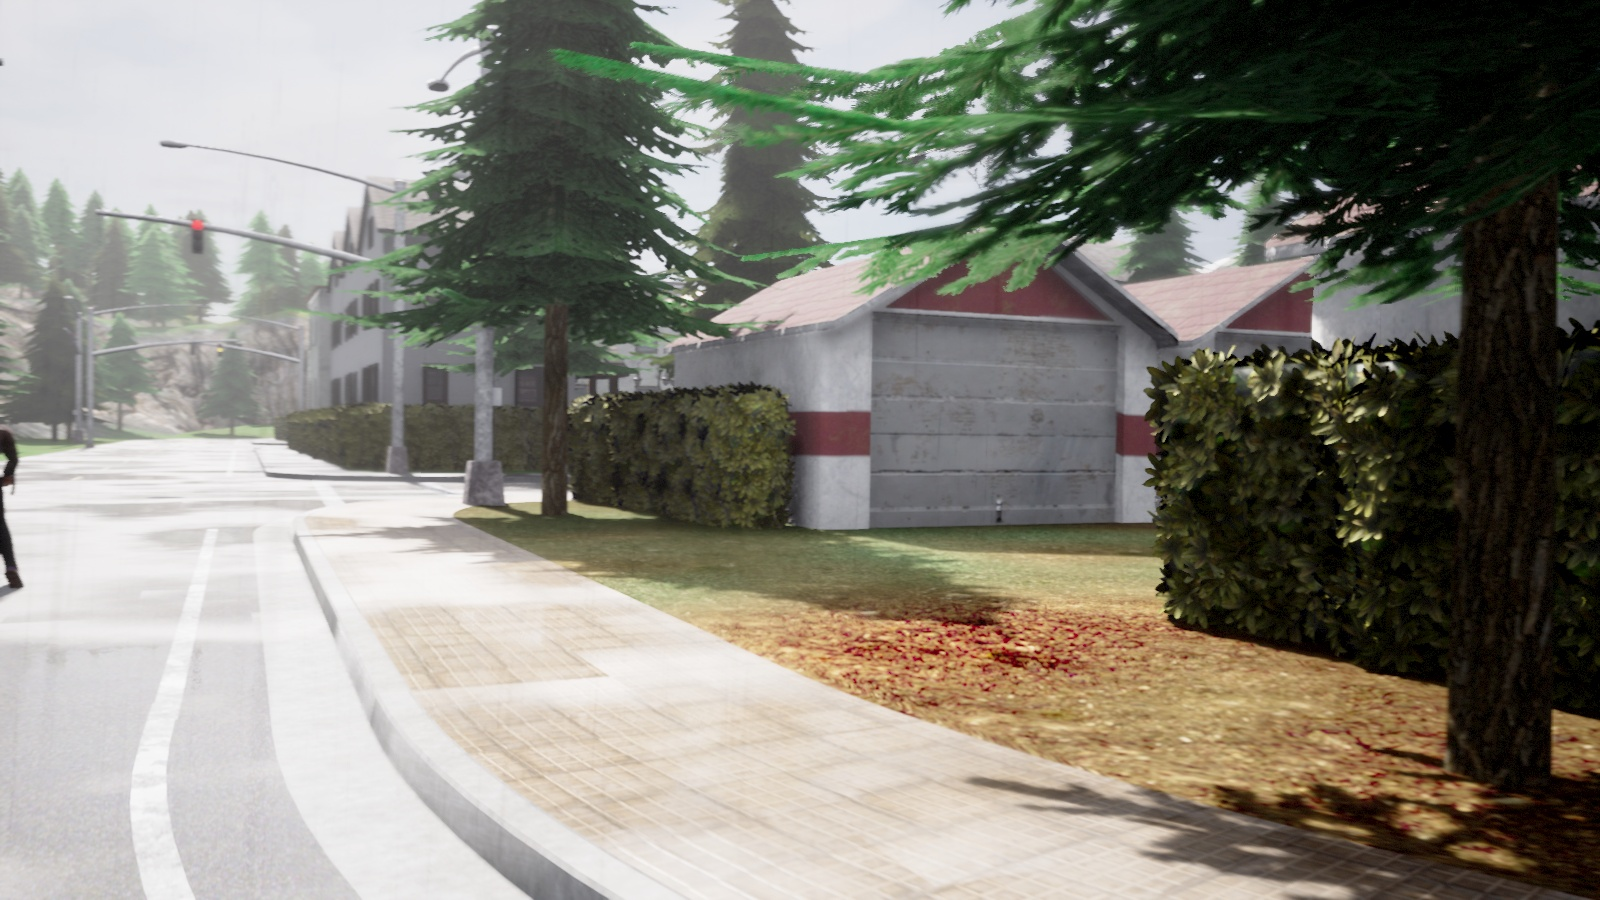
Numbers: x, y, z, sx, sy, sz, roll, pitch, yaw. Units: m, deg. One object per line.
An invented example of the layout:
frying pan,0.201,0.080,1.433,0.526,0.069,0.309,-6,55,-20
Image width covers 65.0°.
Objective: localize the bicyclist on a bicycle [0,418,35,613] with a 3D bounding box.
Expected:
bicyclist on a bicycle,-7.218,0.542,11.079,0.582,1.620,1.656,-1,1,-24
